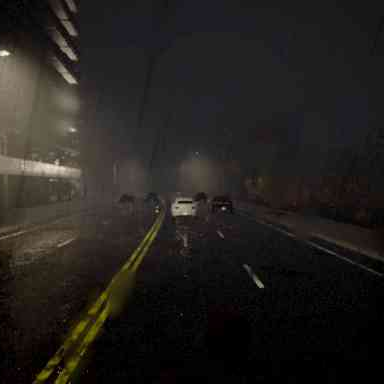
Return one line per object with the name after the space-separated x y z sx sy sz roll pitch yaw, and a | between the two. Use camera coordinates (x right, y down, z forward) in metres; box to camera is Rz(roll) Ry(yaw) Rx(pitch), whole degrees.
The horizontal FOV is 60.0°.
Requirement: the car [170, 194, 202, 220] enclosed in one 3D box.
-0.543 1.145 23.804 1.812 1.442 4.674 0 1 -3 | car

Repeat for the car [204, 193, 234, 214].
2.411 1.032 29.093 1.837 1.490 4.892 0 1 -3 | car

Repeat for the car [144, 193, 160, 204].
-5.436 0.806 45.332 1.812 1.442 4.674 0 1 -5 | car

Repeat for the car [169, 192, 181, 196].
-2.118 0.791 45.615 1.812 1.442 4.674 0 1 -5 | car

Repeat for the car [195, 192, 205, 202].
1.125 0.768 45.466 1.837 1.490 4.892 0 1 -5 | car

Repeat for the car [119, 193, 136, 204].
-8.662 0.856 44.911 1.994 1.385 4.181 0 1 -5 | car
